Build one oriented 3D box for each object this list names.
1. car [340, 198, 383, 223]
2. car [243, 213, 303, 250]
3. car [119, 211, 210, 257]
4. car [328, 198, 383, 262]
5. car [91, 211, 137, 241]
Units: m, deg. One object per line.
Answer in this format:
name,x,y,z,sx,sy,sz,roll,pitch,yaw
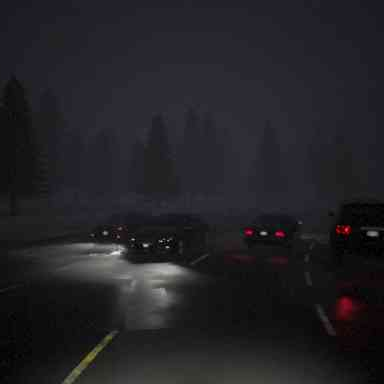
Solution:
car,15.681,1.525,29.625,5.566,2.045,2.150,1,-1,-37
car,3.838,1.681,15.190,2.033,1.411,5.357,0,-1,25
car,-0.700,1.602,13.597,1.837,1.490,4.892,-1,-1,22
car,6.340,1.347,12.298,2.150,2.045,5.566,0,-1,22
car,-3.101,1.672,16.772,1.994,1.385,4.181,0,0,24
